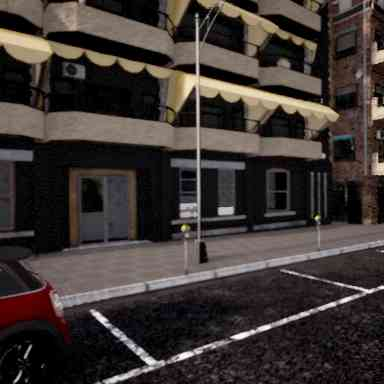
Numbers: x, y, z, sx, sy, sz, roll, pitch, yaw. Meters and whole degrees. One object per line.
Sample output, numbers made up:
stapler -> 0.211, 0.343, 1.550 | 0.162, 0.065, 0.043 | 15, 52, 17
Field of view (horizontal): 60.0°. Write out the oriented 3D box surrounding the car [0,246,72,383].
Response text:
car -> -3.580, 1.440, 3.558 | 4.097, 1.590, 1.967 | 0, -1, -35
